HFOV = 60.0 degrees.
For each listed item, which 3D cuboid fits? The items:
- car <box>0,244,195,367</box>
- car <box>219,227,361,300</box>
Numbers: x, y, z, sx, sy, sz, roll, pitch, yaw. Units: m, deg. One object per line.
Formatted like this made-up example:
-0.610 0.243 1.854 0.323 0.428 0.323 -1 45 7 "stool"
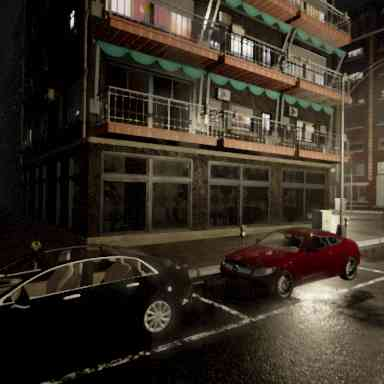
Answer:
-2.011 1.551 5.068 4.403 1.369 2.008 0 1 -36 "car"
2.615 1.583 8.375 4.206 1.307 1.802 0 1 -36 "car"
